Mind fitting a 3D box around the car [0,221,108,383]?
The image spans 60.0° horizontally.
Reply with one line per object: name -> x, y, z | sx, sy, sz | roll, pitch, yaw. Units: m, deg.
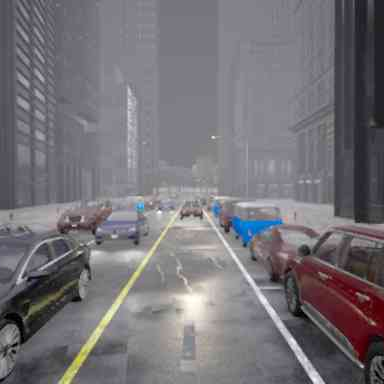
car -> -3.107, 1.496, 5.452 | 2.128, 1.511, 4.902 | 0, 0, 0

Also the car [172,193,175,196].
car -> -5.950, 1.544, 81.178 | 1.947, 1.339, 4.313 | -1, 0, 0

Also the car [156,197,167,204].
car -> -5.914, 1.583, 65.043 | 1.802, 1.307, 4.206 | -1, 0, 0

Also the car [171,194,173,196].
car -> -5.938, 1.538, 75.799 | 2.008, 1.369, 4.403 | -1, 0, 0

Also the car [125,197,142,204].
car -> -5.835, 1.452, 28.694 | 1.967, 1.590, 4.097 | -1, 0, 0

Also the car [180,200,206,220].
car -> -0.011, 1.608, 28.348 | 1.895, 1.301, 4.718 | 0, 0, 0

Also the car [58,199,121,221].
car -> -5.815, 1.326, 18.922 | 2.192, 1.841, 5.009 | -1, 0, 0

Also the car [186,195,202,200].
car -> -0.032, 1.484, 44.301 | 1.882, 1.535, 5.008 | 0, 0, 0

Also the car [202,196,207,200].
car -> 2.633, 1.567, 55.181 | 1.947, 1.339, 4.313 | -1, 0, 0

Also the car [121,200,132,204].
car -> -5.823, 1.556, 23.808 | 1.887, 1.381, 4.507 | -1, 0, 0

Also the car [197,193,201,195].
car -> 2.586, 1.505, 76.162 | 1.752, 1.417, 4.829 | -1, 0, 0

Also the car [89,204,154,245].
car -> -3.121, 1.533, 15.733 | 1.812, 1.442, 4.674 | 0, 0, 0

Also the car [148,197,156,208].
car -> -5.868, 1.452, 43.531 | 1.967, 1.590, 4.097 | -1, 0, 0

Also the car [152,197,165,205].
car -> -5.903, 1.550, 59.666 | 1.887, 1.381, 4.507 | -1, 0, 0

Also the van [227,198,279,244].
van -> 2.740, 1.343, 14.648 | 1.690, 1.788, 3.998 | -1, 0, 0

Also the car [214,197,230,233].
car -> 2.734, 1.318, 19.735 | 2.192, 1.841, 5.009 | -1, 0, 0

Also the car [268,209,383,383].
car -> 2.751, 1.314, 4.473 | 2.192, 1.841, 5.009 | -1, 0, 0

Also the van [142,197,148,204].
van -> -5.847, 1.353, 33.580 | 1.690, 1.788, 3.998 | -1, 0, 0

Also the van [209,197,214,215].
van -> 2.723, 1.346, 29.910 | 1.690, 1.788, 3.998 | -1, 0, 0

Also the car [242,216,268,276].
car -> 2.749, 1.583, 9.560 | 1.802, 1.307, 4.206 | -1, 0, 0

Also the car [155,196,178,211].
car -> -3.099, 1.536, 41.530 | 1.812, 1.442, 4.674 | 0, 0, 0

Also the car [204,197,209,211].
car -> 2.668, 1.586, 39.573 | 1.802, 1.307, 4.206 | -1, 0, 0
